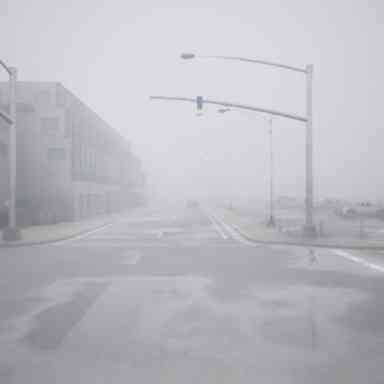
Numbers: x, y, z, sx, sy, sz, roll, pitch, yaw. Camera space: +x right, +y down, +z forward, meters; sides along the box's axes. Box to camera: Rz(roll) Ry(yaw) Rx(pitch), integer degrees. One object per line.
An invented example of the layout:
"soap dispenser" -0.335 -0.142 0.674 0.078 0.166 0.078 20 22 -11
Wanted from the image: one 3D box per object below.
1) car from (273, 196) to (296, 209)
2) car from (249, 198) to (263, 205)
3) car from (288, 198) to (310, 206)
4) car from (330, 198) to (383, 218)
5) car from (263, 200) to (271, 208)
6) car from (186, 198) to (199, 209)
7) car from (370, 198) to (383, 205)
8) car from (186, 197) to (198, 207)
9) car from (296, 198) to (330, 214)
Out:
"car" 14.167 1.476 48.021 3.866 1.878 1.905 0 0 0
"car" 13.890 1.931 69.507 3.633 1.501 1.845 0 0 0
"car" 21.311 1.930 66.527 3.806 1.475 1.970 0 0 0
"car" 14.491 1.490 28.808 3.806 1.475 1.970 0 0 0
"car" 13.754 1.517 50.926 4.605 1.855 1.932 0 0 0
"car" 0.099 1.752 52.941 2.097 1.767 4.553 0 0 0
"car" 39.924 1.933 69.518 4.514 1.523 2.007 0 0 0
"car" 0.004 1.827 63.067 2.097 1.767 4.553 0 0 0
"car" 14.168 1.458 35.226 5.027 1.636 2.152 0 0 0
